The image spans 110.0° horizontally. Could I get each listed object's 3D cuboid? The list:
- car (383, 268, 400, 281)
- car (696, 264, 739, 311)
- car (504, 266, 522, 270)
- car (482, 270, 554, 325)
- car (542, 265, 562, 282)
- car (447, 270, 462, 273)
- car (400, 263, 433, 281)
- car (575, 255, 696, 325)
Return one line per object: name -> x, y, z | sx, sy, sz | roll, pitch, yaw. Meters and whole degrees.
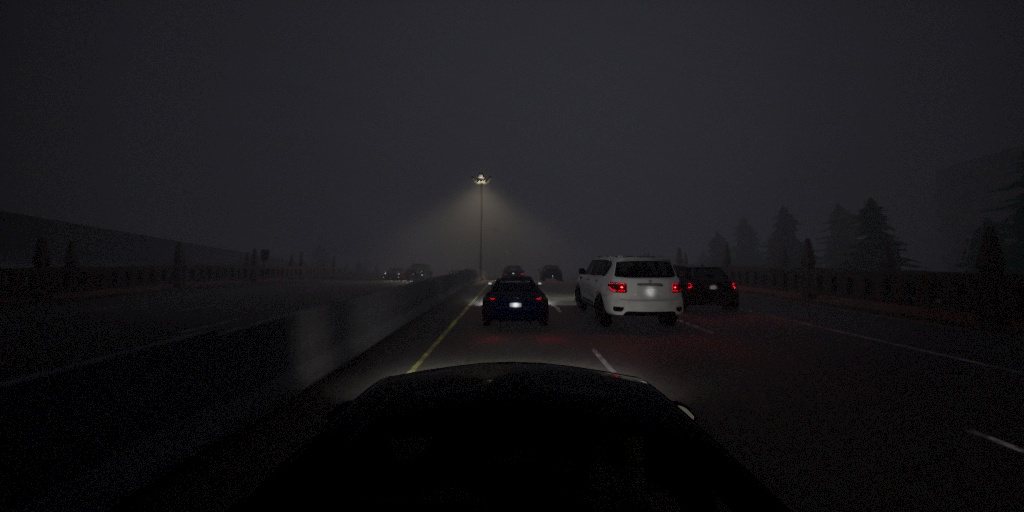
car -> -14.082, 2.183, 43.829 | 2.097, 1.767, 4.553 | 0, -5, 0
car -> 7.101, 1.134, 14.770 | 2.097, 1.767, 4.553 | 0, 0, 0
car -> 0.102, 1.514, 29.854 | 2.033, 1.411, 5.357 | 0, -2, 0
car -> 0.101, 1.340, 11.996 | 1.994, 1.385, 4.181 | 0, 0, 0
car -> 3.602, 1.650, 34.021 | 1.837, 1.490, 4.892 | 0, -3, 0
car -> -7.085, 2.463, 45.242 | 1.837, 1.490, 4.892 | 0, -5, 0
car -> -10.590, 1.832, 41.216 | 2.150, 2.045, 5.566 | 0, -4, 0
car -> 3.601, 0.998, 12.016 | 2.150, 2.045, 5.566 | 0, 0, 0
